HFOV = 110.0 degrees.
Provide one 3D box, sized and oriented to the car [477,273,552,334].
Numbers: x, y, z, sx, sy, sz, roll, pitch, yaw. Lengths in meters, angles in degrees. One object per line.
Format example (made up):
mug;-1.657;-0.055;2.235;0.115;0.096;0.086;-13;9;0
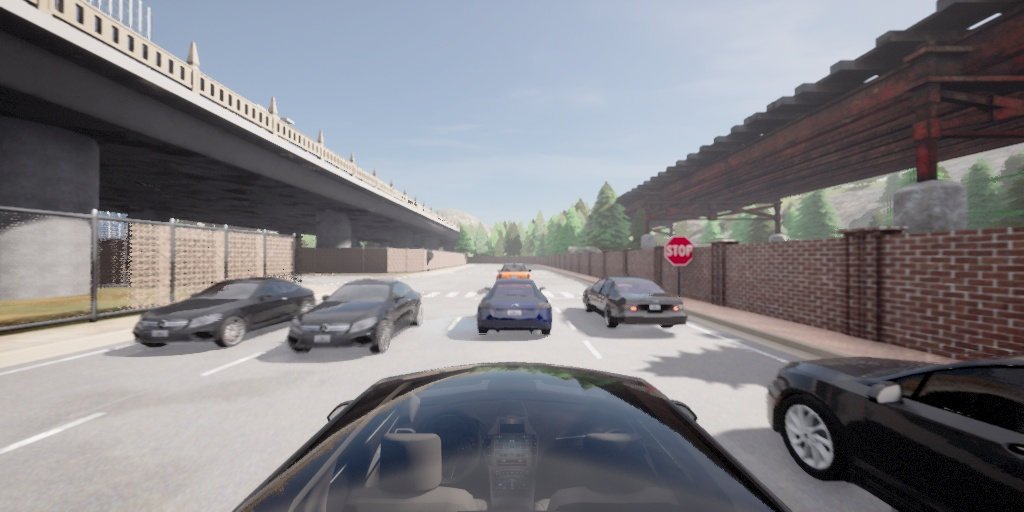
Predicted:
car;0.094;1.367;10.794;1.994;1.385;4.181;0;0;1

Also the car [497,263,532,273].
car;0.147;1.220;22.026;2.097;1.767;4.553;0;0;0

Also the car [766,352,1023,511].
car;3.598;1.254;1.809;1.837;1.490;4.892;0;-1;0

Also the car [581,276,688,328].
car;3.601;1.354;11.558;2.033;1.411;5.357;0;0;0

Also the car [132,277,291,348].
car;-7.056;1.321;9.528;1.812;1.442;4.674;0;-1;0

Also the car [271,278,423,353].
car;-3.559;1.318;9.084;1.812;1.442;4.674;0;-1;0
